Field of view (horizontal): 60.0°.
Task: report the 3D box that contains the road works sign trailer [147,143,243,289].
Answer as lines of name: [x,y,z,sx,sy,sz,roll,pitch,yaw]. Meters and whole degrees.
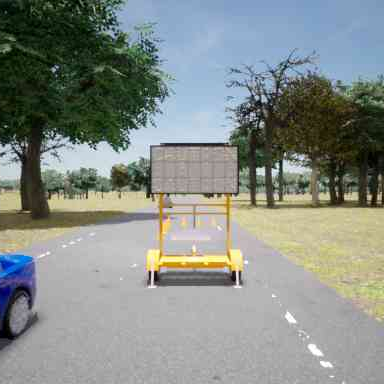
road works sign trailer: [0.067,0.461,9.161,2.380,3.560,2.880,0,0,0]

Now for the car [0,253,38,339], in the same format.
car: [-3.601,1.476,3.723,1.882,1.535,5.008,0,0,0]

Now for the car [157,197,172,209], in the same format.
car: [-3.743,1.531,46.612,1.837,1.490,4.892,0,0,0]
